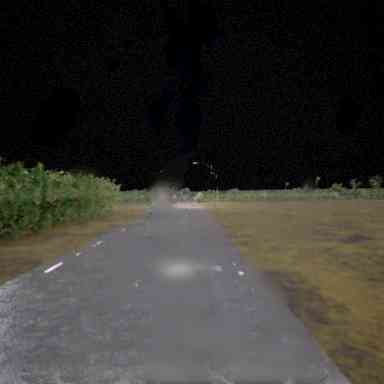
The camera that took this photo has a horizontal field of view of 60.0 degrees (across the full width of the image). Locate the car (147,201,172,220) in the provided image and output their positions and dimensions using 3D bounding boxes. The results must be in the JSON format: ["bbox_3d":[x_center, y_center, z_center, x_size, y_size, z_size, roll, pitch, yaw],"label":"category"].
[{"bbox_3d":[-2.765,1.562,28.888,1.837,1.490,4.892,0,-1,0],"label":"car"}]
